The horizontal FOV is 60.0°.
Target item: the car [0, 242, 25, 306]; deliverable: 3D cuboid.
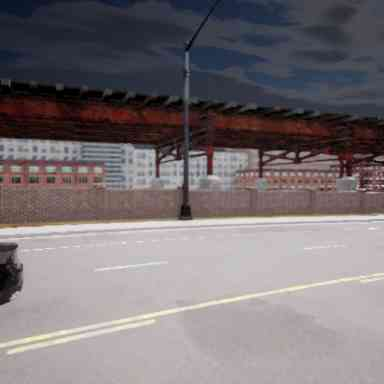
[{"bbox_3d":[-5.168,1.334,4.808,4.892,1.490,1.837,-1,2,-31],"label":"car"}]
